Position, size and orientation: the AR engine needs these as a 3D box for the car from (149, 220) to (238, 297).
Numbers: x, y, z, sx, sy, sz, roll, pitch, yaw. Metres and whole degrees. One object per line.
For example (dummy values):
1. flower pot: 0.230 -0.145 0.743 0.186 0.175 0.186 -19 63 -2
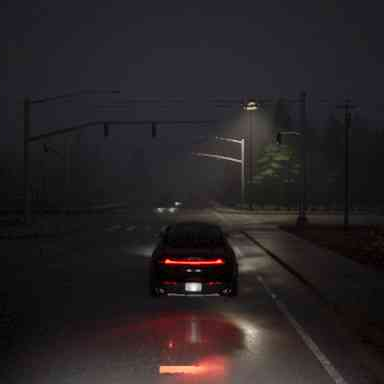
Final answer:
1. car: 0.049 1.487 8.524 1.837 1.490 4.892 0 0 1

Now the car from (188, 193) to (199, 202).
1. car: 0.286 1.229 73.217 2.097 1.767 4.553 0 0 2

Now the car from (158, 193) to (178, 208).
1. car: -3.588 1.140 47.731 2.150 2.045 5.566 0 0 0

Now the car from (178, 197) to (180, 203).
1. car: -3.418 1.453 65.720 1.994 1.385 4.181 0 0 1

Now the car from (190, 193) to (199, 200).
1. car: 0.671 1.156 83.257 2.097 1.767 4.553 0 0 2
